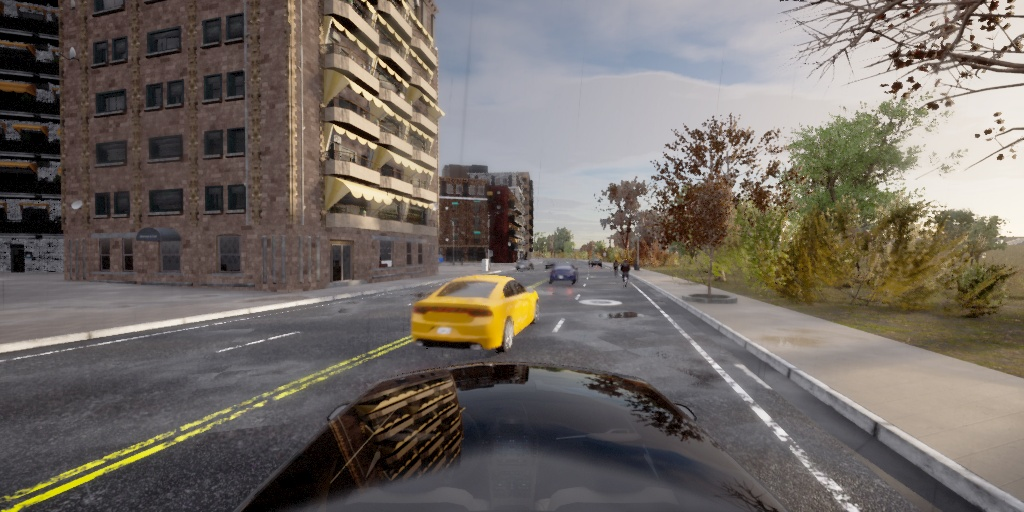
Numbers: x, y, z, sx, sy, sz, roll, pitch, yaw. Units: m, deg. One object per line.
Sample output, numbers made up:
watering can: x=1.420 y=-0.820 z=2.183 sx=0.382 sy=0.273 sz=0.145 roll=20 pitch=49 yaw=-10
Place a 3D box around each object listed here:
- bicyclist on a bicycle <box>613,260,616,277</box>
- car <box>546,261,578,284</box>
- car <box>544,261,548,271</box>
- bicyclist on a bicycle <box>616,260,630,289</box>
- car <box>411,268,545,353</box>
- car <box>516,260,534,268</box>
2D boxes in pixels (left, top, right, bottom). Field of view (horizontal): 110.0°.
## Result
bicyclist on a bicycle: x=9.438 y=1.192 z=32.545 sx=0.582 sy=1.620 sz=1.656 roll=0 pitch=0 yaw=13
car: x=3.915 y=1.269 z=26.736 sx=1.812 sy=1.442 sz=4.674 roll=0 pitch=0 yaw=14
car: x=5.638 y=1.335 z=50.142 sx=1.895 sy=1.301 sz=4.718 roll=0 pitch=0 yaw=12
bicyclist on a bicycle: x=6.877 y=1.114 z=21.799 sx=0.659 sy=1.776 sz=1.843 roll=0 pitch=0 yaw=14
car: x=-0.599 y=1.226 z=9.001 sx=1.882 sy=1.535 sz=5.008 roll=0 pitch=0 yaw=15
car: x=1.748 y=1.231 z=47.453 sx=2.128 sy=1.511 sz=4.902 roll=0 pitch=0 yaw=12
